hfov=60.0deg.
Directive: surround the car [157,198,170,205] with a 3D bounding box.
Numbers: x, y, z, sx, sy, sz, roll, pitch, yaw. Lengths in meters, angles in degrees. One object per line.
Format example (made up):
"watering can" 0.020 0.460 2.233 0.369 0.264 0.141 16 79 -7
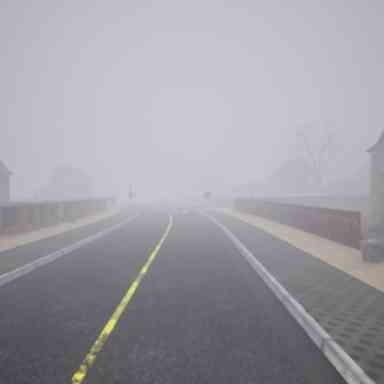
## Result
"car" -5.462 1.723 62.783 1.994 1.385 4.181 0 0 -14
